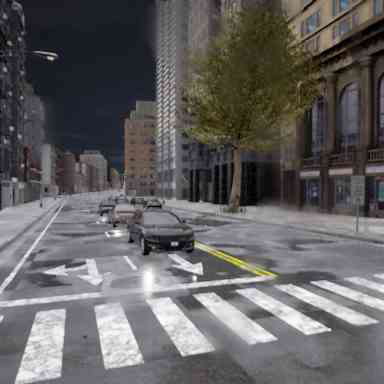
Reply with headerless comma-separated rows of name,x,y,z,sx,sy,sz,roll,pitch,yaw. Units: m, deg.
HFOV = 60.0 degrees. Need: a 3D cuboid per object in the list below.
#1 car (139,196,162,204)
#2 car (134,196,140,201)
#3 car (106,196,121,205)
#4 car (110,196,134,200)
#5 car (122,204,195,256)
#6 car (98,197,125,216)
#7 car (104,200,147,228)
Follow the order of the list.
car,-5.349,1.513,44.349,1.994,1.385,4.181,0,0,-19
car,-8.768,1.401,53.754,2.128,1.511,4.902,0,0,-20
car,-13.768,1.429,58.378,2.033,1.411,5.357,0,0,-19
car,-10.419,1.415,49.011,2.128,1.511,4.902,0,0,-20
car,-1.425,1.480,13.583,1.882,1.535,5.008,0,0,-20
car,-8.142,1.523,32.419,2.033,1.411,5.357,0,0,-19
car,-4.583,1.521,22.429,1.812,1.442,4.674,0,0,-20
